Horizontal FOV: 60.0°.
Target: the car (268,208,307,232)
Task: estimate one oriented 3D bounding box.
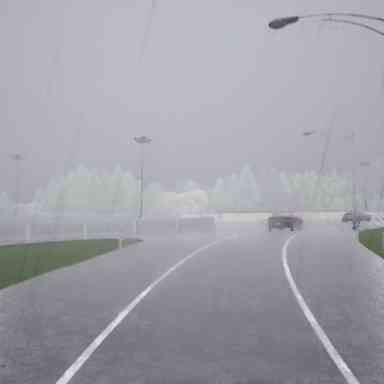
[{"bbox_3d":[7.467,2.305,26.295,1.882,1.535,5.008,-4,-6,29],"label":"car"}]

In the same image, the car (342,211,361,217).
[{"bbox_3d":[39.315,5.337,81.808,4.674,1.442,1.812,2,-4,-29],"label":"car"}]

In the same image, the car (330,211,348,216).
[{"bbox_3d":[37.590,5.497,84.849,4.674,1.442,1.812,2,-4,-29],"label":"car"}]

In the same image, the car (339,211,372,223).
[{"bbox_3d":[20.983,3.099,42.129,4.902,1.511,2.128,2,-4,-40],"label":"car"}]

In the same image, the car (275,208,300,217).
[{"bbox_3d":[21.901,4.613,75.997,5.566,2.045,2.150,2,-4,-29],"label":"car"}]
